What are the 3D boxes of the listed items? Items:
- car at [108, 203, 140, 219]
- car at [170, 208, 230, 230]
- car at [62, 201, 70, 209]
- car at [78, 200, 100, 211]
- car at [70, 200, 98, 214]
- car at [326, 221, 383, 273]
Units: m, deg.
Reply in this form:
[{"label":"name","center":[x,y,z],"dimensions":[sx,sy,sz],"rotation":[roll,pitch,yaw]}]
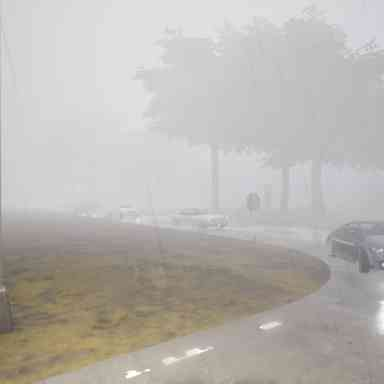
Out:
[{"label":"car","center":[-6.995,1.882,33.536],"dimensions":[1.812,1.442,4.674],"rotation":[-1,0,-36]},{"label":"car","center":[0.452,1.813,22.998],"dimensions":[1.895,1.301,4.718],"rotation":[-1,0,-35]},{"label":"car","center":[-21.834,2.281,59.632],"dimensions":[1.895,1.301,4.718],"rotation":[-1,0,-34]},{"label":"car","center":[-15.993,2.058,51.380],"dimensions":[1.837,1.490,4.892],"rotation":[-1,0,-35]},{"label":"car","center":[-14.135,2.027,43.691],"dimensions":[1.812,1.442,4.674],"rotation":[-1,0,-35]},{"label":"car","center":[5.763,1.607,10.431],"dimensions":[1.994,1.385,4.181],"rotation":[0,-2,4]}]
